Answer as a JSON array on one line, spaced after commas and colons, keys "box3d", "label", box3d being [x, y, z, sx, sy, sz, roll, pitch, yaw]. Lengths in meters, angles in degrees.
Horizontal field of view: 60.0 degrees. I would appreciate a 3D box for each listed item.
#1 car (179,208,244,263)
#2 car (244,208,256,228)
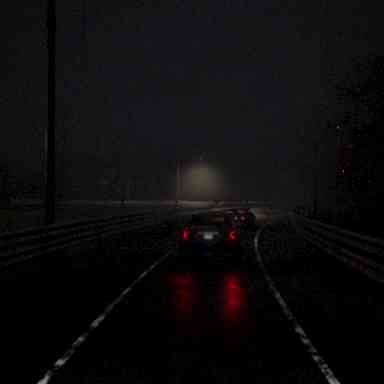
[{"box3d": [0.872, 1.541, 13.064, 2.097, 1.767, 4.553, 0, -1, 9], "label": "car"}, {"box3d": [3.909, 1.999, 26.515, 2.033, 1.411, 5.357, 0, -1, 18], "label": "car"}]
